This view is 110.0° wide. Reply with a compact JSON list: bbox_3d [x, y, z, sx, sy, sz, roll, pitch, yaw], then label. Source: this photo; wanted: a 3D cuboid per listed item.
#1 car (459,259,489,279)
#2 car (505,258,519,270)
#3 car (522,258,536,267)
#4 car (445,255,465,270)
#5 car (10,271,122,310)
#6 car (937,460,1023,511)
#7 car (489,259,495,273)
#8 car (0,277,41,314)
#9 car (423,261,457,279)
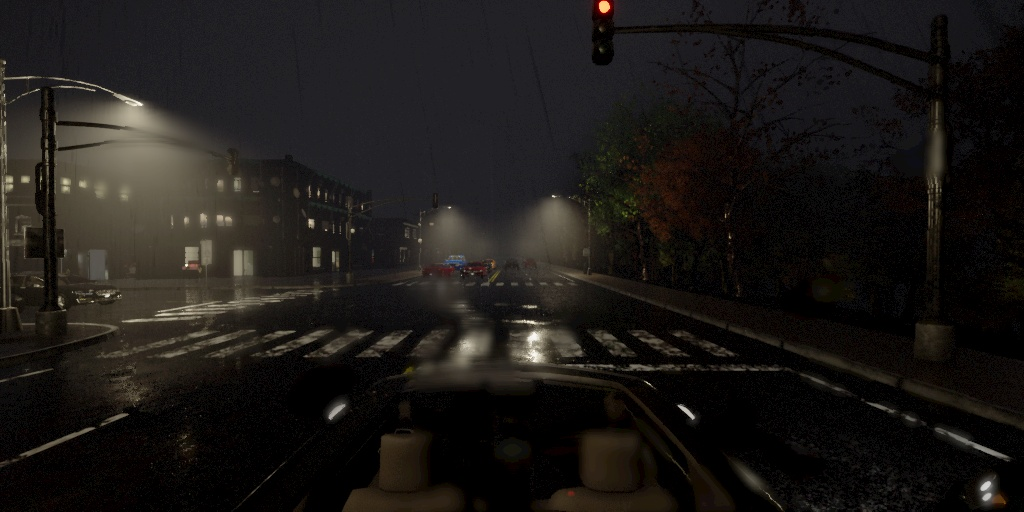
[{"bbox_3d":[-3.407,1.265,33.080,1.812,1.442,4.674,0,0,0],"label":"car"},{"bbox_3d":[-0.008,1.208,52.508,1.882,1.535,5.008,0,0,0],"label":"car"},{"bbox_3d":[3.220,1.203,63.208,1.882,1.535,5.008,0,0,0],"label":"car"},{"bbox_3d":[-6.672,0.956,42.765,2.150,2.045,5.566,0,0,0],"label":"car"},{"bbox_3d":[-19.619,1.472,15.223,4.892,1.490,1.837,-1,1,0],"label":"car"},{"bbox_3d":[3.355,1.314,0.201,1.994,1.385,4.181,0,0,0],"label":"car"},{"bbox_3d":[-3.419,1.240,43.148,1.837,1.490,4.892,0,0,0],"label":"car"},{"bbox_3d":[-19.970,1.564,12.517,4.313,1.339,1.948,0,0,0],"label":"car"},{"bbox_3d":[-6.657,1.340,32.860,1.895,1.301,4.718,0,0,2],"label":"car"}]
